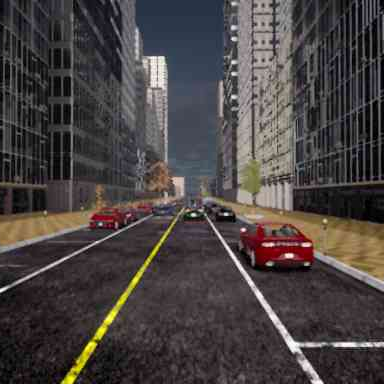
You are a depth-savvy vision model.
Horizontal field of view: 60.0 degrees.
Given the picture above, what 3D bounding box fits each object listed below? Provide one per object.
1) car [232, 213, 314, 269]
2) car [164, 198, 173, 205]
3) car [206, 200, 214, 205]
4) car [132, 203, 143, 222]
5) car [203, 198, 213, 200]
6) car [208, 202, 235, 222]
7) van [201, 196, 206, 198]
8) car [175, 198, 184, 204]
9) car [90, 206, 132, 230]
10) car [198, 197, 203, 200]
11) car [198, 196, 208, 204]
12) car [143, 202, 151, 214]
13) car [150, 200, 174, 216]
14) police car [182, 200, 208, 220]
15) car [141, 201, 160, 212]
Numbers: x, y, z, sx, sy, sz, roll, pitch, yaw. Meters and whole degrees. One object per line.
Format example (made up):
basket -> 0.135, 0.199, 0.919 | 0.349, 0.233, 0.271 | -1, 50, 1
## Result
car -> 2.702, 1.657, 11.464 | 1.887, 1.381, 4.507 | 0, -1, 0
car -> -5.617, 2.249, 79.788 | 2.008, 1.369, 4.403 | 0, 0, 0
car -> 2.728, 1.936, 39.924 | 1.947, 1.339, 4.313 | 0, 0, 0
car -> -5.663, 1.849, 28.555 | 1.802, 1.307, 4.206 | 0, -1, 0
car -> 2.738, 2.034, 51.308 | 1.947, 1.339, 4.313 | 0, 0, 0
car -> 2.718, 1.835, 28.540 | 1.947, 1.339, 4.313 | 0, -1, 0
van -> 2.744, 1.858, 57.003 | 1.690, 1.788, 3.998 | 0, 0, 0
car -> -2.931, 2.033, 78.220 | 1.895, 1.301, 4.718 | 0, 0, 0
car -> -5.668, 1.761, 22.862 | 1.887, 1.381, 4.507 | 0, -1, 0
car -> 0.073, 1.859, 46.734 | 2.033, 1.649, 4.856 | 0, 0, 1
car -> 2.770, 2.060, 85.462 | 2.192, 1.841, 5.009 | 0, 0, 0
car -> -5.652, 1.913, 39.940 | 1.887, 1.381, 4.507 | 0, -1, 0
car -> -3.061, 1.904, 36.717 | 1.994, 1.385, 4.181 | 0, -1, 0
police car -> 0.125, 1.801, 31.129 | 2.038, 1.542, 4.974 | 0, 0, -1
car -> -5.648, 1.984, 45.632 | 1.947, 1.339, 4.313 | 0, 0, 0
